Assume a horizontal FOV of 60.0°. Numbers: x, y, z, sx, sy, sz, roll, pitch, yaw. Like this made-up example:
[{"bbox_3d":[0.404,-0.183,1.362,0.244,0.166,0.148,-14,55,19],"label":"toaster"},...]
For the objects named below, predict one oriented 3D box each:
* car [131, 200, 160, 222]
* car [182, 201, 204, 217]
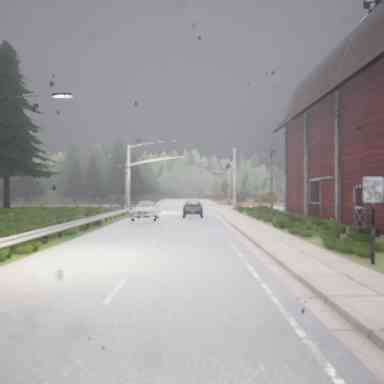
[{"bbox_3d":[-3.514,1.386,25.756,1.812,1.442,4.674,0,0,0],"label":"car"},{"bbox_3d":[0.082,1.560,31.767,2.128,1.511,4.902,0,0,0],"label":"car"}]
